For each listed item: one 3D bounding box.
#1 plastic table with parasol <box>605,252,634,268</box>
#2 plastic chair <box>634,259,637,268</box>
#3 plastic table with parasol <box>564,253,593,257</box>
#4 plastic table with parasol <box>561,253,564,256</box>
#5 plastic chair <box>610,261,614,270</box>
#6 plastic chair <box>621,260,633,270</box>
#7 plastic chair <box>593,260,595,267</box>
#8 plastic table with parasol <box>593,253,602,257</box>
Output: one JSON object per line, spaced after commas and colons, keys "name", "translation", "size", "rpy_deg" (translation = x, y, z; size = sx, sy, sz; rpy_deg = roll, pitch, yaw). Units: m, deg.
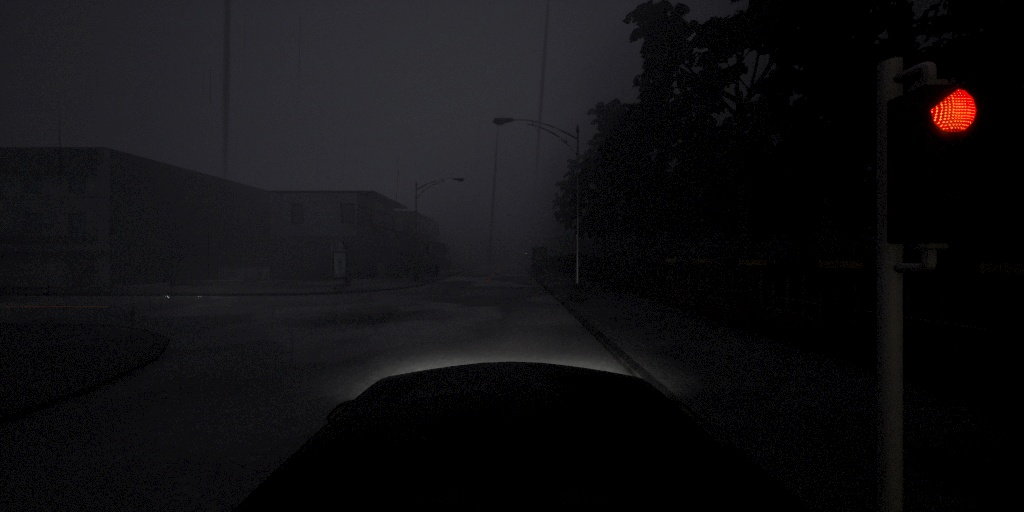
{"name": "plastic table with parasol", "translation": [15.289, 0.694, 51.182], "size": [2.482, 2.480, 2.482], "rpy_deg": [0, 0, -40]}
{"name": "plastic chair", "translation": [18.643, 1.161, 54.631], "size": [0.750, 1.272, 0.730], "rpy_deg": [0, 0, -39]}
{"name": "plastic table with parasol", "translation": [9.970, 0.684, 53.921], "size": [2.482, 2.480, 2.482], "rpy_deg": [0, 0, -40]}
{"name": "plastic table with parasol", "translation": [10.680, 0.705, 62.362], "size": [2.482, 2.480, 2.482], "rpy_deg": [0, 0, -40]}
{"name": "plastic chair", "translation": [14.316, 1.306, 50.280], "size": [0.730, 1.272, 0.750], "rpy_deg": [0, 0, -35]}
{"name": "plastic chair", "translation": [16.022, 1.296, 50.184], "size": [0.750, 1.272, 0.730], "rpy_deg": [0, 0, -40]}
{"name": "plastic chair", "translation": [13.715, 1.304, 58.508], "size": [0.730, 1.272, 0.750], "rpy_deg": [0, 0, -35]}
{"name": "plastic table with parasol", "translation": [14.667, 0.673, 59.396], "size": [2.482, 2.480, 2.482], "rpy_deg": [0, 0, -42]}
